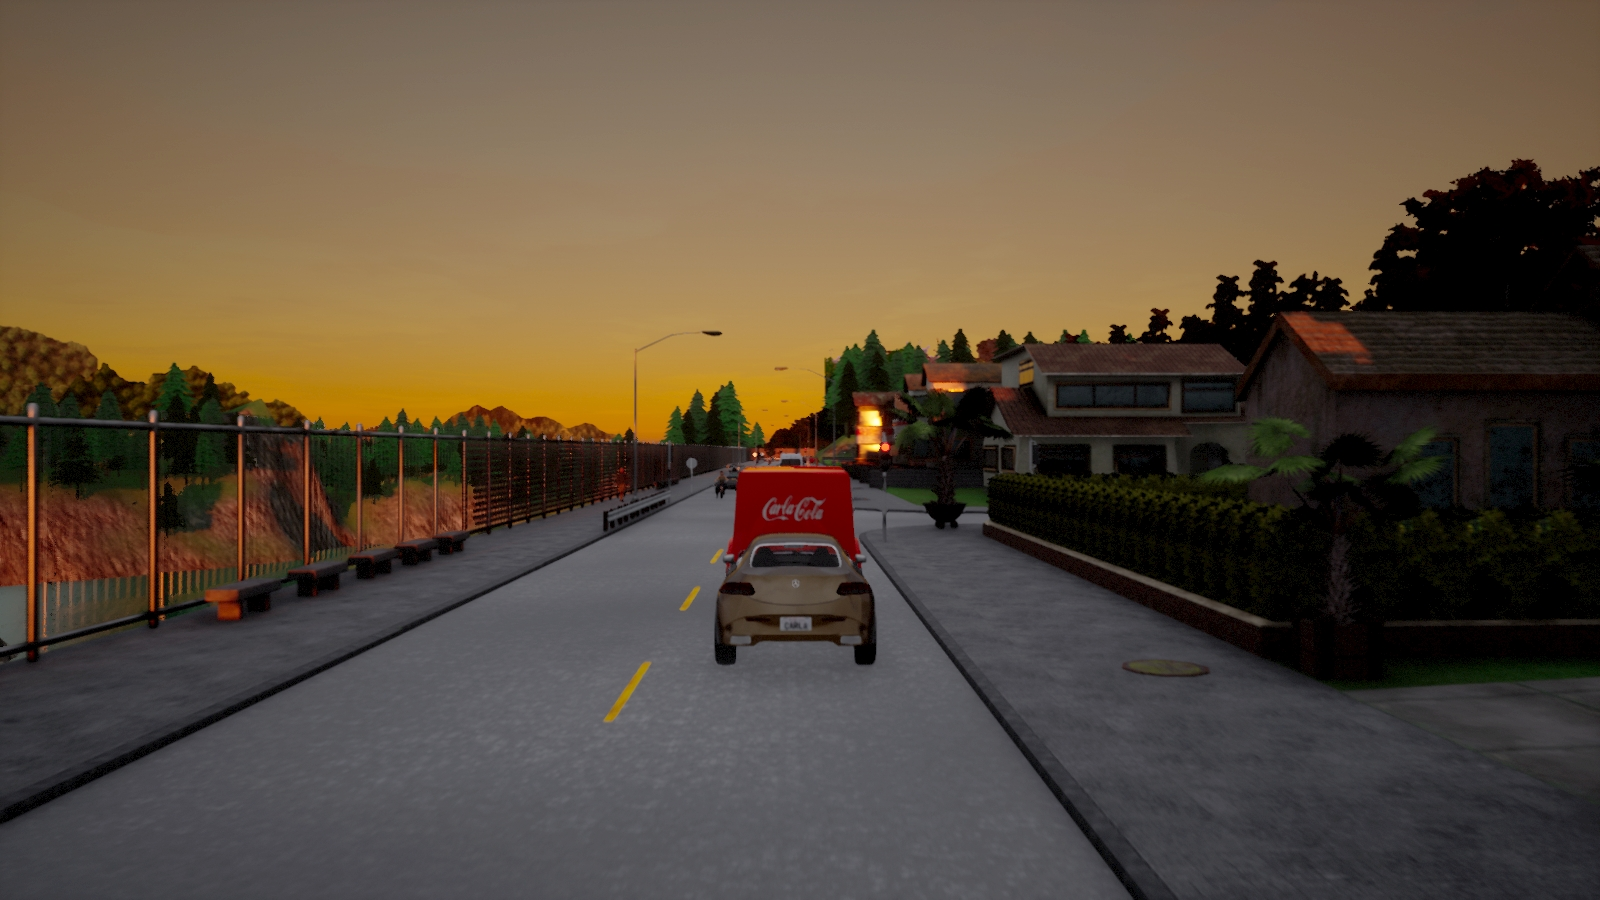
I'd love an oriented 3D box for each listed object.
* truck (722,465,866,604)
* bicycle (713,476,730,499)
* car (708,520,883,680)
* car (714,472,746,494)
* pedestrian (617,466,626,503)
[{"bbox_3d":[-0.131,1.569,23.457,2.627,2.467,5.204,0,0,-1],"label":"truck"},{"bbox_3d":[-4.493,2.158,65.541,0.859,1.276,1.487,0,0,0],"label":"bicycle"},{"bbox_3d":[-0.073,1.992,16.537,2.152,1.651,5.027,0,0,-1],"label":"car"},{"bbox_3d":[-4.588,2.155,75.611,1.895,1.301,4.718,0,0,-1],"label":"car"},{"bbox_3d":[-9.038,1.744,57.960,0.375,1.860,0.375,0,0,3],"label":"pedestrian"}]
